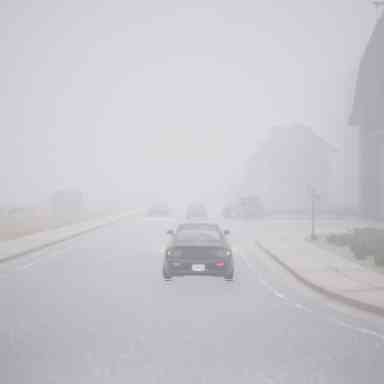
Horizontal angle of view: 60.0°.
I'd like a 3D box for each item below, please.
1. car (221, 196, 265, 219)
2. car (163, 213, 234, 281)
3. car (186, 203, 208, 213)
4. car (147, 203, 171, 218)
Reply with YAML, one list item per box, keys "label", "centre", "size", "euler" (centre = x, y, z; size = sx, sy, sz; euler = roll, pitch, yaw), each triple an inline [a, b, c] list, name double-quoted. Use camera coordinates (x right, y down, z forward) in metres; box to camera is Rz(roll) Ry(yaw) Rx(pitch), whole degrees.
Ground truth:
- label: "car"
  centre: [4.521, 1.346, 29.448]
  size: [1.905, 1.878, 3.866]
  euler: [-7, 3, -42]
- label: "car"
  centre: [0.190, 1.602, 10.038]
  size: [1.812, 1.442, 4.674]
  euler: [0, 0, 1]
- label: "car"
  centre: [0.434, 1.708, 29.715]
  size: [2.033, 1.411, 5.357]
  euler: [0, -1, 1]
- label: "car"
  centre: [-3.199, 1.751, 32.889]
  size: [1.994, 1.385, 4.181]
  euler: [0, 0, 1]
